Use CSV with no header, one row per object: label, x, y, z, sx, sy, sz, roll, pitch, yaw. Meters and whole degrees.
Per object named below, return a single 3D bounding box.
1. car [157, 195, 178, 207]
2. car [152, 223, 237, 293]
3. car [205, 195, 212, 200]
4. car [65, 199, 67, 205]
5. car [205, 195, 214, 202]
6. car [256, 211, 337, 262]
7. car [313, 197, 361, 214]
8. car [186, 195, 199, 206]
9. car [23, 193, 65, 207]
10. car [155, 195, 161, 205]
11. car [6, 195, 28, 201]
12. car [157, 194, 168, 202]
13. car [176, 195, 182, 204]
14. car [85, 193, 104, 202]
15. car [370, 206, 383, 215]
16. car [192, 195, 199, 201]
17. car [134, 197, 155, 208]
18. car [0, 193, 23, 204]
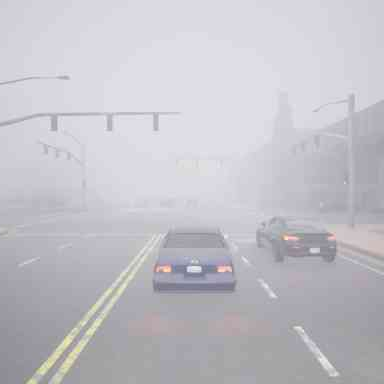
car,-3.687,1.600,50.885,1.895,1.301,4.718,0,0,1
car,0.060,1.547,8.963,2.033,1.411,5.357,0,0,0
car,4.359,1.468,88.527,1.994,1.385,4.181,0,0,2
car,-21.415,1.155,51.285,3.866,1.878,1.905,0,0,0
car,4.102,1.547,78.736,1.994,1.385,4.181,0,0,2
car,3.566,1.525,11.954,1.812,1.442,4.674,0,0,0
car,15.271,1.352,35.217,4.553,1.767,2.097,0,0,0
car,0.090,1.476,54.669,1.882,1.535,5.008,0,0,1
car,-21.471,1.152,48.391,4.605,1.855,1.932,0,0,0
car,-6.991,1.562,59.042,1.994,1.385,4.181,0,0,2
car,-38.895,1.362,73.795,3.905,1.438,1.784,0,0,0
car,-6.530,1.352,73.837,2.097,1.767,4.553,0,0,2
car,-3.431,1.561,60.942,1.994,1.385,4.181,0,0,2
car,-21.440,1.155,70.909,3.866,1.878,1.905,0,0,0
car,19.663,1.600,31.701,4.718,1.301,1.895,0,0,0
car,0.860,1.522,88.613,1.812,1.442,4.674,0,0,2
car,-7.226,1.490,48.793,2.128,1.511,4.902,0,0,1
car,-38.960,1.152,70.899,4.605,1.855,1.932,0,0,0
